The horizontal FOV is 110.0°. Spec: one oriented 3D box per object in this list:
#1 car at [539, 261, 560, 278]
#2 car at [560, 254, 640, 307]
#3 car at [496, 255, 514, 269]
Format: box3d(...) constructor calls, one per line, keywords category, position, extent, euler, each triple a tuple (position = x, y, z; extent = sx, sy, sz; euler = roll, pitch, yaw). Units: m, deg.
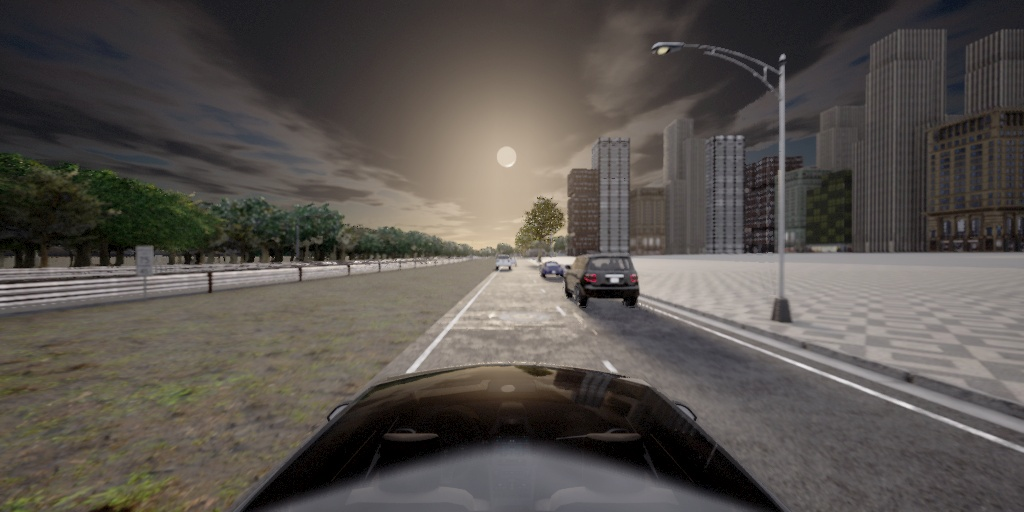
box3d(category="car", position=(3.611, 1.202, 33.154), extent=(1.812, 1.442, 4.674), euler=(0, 0, 0))
box3d(category="car", position=(3.604, 0.939, 15.278), extent=(2.150, 2.045, 5.566), euler=(0, 0, 0))
box3d(category="car", position=(-1.209, 0.873, 52.401), extent=(2.150, 2.045, 5.566), euler=(0, 0, 0))
